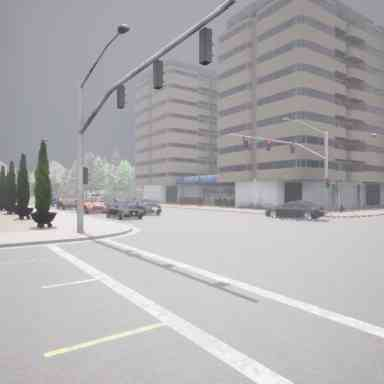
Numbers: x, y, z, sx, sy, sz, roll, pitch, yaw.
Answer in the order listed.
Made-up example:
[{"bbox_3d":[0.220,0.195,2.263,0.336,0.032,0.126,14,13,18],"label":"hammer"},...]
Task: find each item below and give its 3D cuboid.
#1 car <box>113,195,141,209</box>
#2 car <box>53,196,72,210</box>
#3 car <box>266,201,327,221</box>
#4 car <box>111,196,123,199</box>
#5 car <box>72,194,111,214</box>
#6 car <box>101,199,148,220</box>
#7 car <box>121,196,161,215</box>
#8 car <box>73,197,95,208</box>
[{"bbox_3d":[-9.005,1.353,45.515,2.097,1.767,4.553,0,0,-35],"label":"car"},{"bbox_3d":[-16.384,1.526,43.536,1.812,1.442,4.674,0,0,-35],"label":"car"},{"bbox_3d":[8.460,1.505,27.331,4.892,1.490,1.837,0,2,40],"label":"car"},{"bbox_3d":[-10.056,1.505,40.550,1.837,1.490,4.892,0,0,-35],"label":"car"},{"bbox_3d":[-10.744,1.352,35.403,2.097,1.767,4.553,0,0,-35],"label":"car"},{"bbox_3d":[-5.788,1.564,28.270,1.994,1.385,4.181,0,0,-35],"label":"car"},{"bbox_3d":[-4.811,1.492,32.993,2.128,1.511,4.902,0,0,-35],"label":"car"},{"bbox_3d":[-15.943,1.505,49.045,1.837,1.490,4.892,0,0,-34],"label":"car"}]
